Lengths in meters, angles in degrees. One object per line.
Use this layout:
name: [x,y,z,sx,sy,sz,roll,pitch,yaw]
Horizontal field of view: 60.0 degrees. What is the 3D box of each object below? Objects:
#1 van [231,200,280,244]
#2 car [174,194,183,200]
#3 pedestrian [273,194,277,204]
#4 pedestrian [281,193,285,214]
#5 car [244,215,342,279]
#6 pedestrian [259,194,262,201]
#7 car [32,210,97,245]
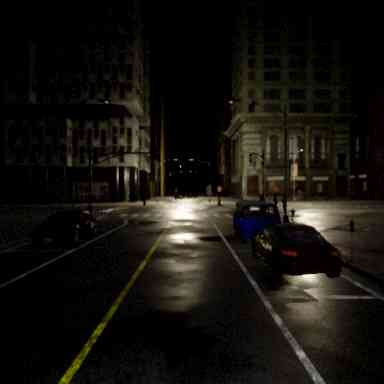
van: [2.853,1.298,15.354,1.690,1.788,3.998,0,0,0]
car: [-3.197,1.241,78.423,2.033,1.411,5.357,0,0,0]
pedestrian: [7.136,1.036,28.792,0.375,1.860,0.375,0,0,0]
pedestrian: [8.136,0.997,29.392,0.375,1.860,0.375,0,0,0]
car: [2.853,1.556,9.705,1.802,1.307,4.206,0,0,0]
pedestrian: [6.135,1.053,29.993,0.375,1.860,0.375,0,0,0]
car: [-5.672,1.523,15.354,1.947,1.339,4.313,0,0,0]
